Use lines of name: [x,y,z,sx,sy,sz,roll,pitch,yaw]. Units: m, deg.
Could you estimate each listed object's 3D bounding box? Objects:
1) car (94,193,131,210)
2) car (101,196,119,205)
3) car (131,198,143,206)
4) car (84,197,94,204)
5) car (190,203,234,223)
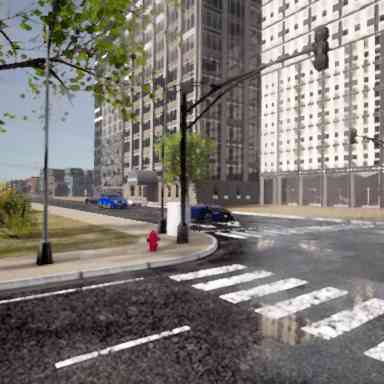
car: [-10.142,1.145,42.218,2.150,2.045,5.566,1,0,-34]
car: [-15.301,1.518,61.742,1.812,1.442,4.674,1,0,-34]
car: [-9.748,1.608,53.459,1.895,1.301,4.718,1,0,-34]
car: [-18.001,1.508,59.932,1.994,1.385,4.181,1,0,-34]
car: [1.276,1.515,25.171,1.994,1.385,4.181,1,0,-34]
